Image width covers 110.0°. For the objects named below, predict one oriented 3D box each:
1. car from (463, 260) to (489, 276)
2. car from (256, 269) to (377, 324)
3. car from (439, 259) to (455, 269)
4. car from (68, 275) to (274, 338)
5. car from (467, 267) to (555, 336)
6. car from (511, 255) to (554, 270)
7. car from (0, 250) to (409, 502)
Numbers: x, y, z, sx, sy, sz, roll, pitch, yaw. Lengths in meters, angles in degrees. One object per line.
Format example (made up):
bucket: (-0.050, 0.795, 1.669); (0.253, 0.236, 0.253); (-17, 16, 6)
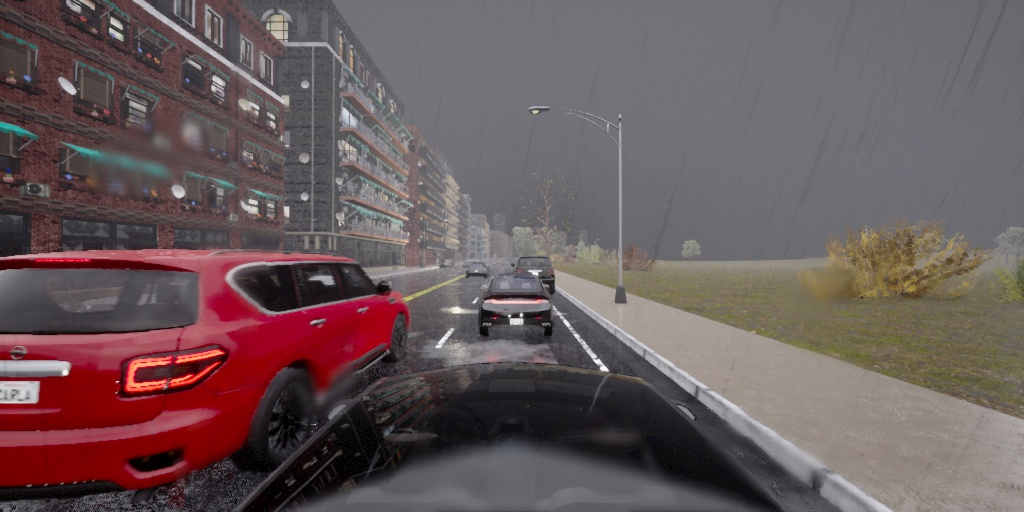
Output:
car: (-3.158, 1.314, 33.842); (1.994, 1.385, 4.181); (0, 0, 0)
car: (-6.601, 1.277, 12.835); (1.812, 1.442, 4.674); (0, 0, 0)
car: (-9.856, 1.255, 54.595); (1.837, 1.490, 4.892); (0, 0, 0)
car: (-9.850, 1.352, 11.069); (1.895, 1.301, 4.718); (0, 0, 0)
car: (0.098, 1.243, 10.378); (2.128, 1.511, 4.902); (0, 0, 0)
car: (1.133, 0.977, 20.248); (2.150, 2.045, 5.566); (0, 0, 0)
car: (-3.150, 0.970, 4.951); (2.150, 2.045, 5.566); (0, 0, 0)
